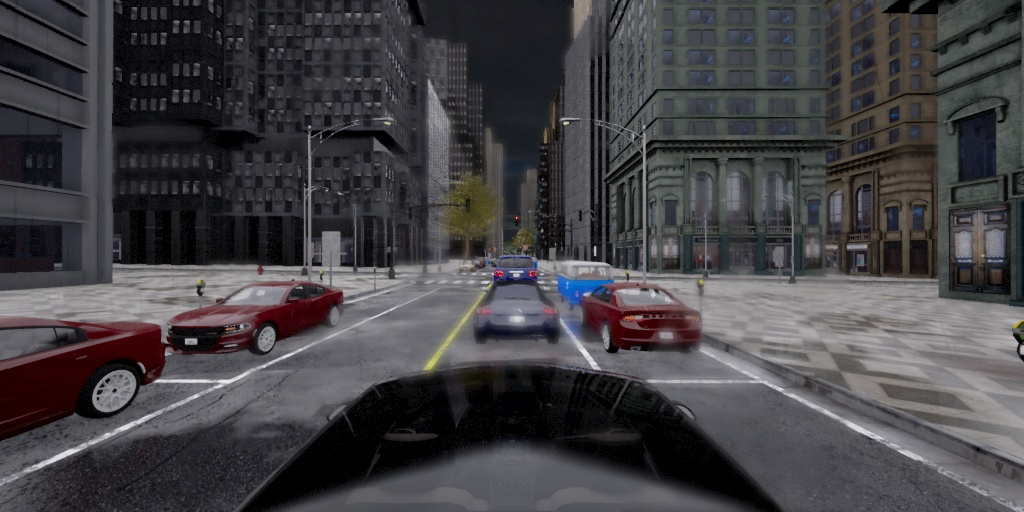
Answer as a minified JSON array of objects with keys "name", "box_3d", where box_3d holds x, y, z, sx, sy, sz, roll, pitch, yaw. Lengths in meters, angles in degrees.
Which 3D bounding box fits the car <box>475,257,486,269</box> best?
[{"name":"car","box_3d":[-5.718,1.326,57.370,1.888,1.381,4.507,0,0,0]}]

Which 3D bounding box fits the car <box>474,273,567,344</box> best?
[{"name":"car","box_3d":[0.108,1.315,9.631,1.994,1.385,4.181,0,0,0]}]

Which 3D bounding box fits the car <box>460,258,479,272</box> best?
[{"name":"car","box_3d":[-5.733,1.297,46.620,1.751,1.417,4.829,0,0,0]}]

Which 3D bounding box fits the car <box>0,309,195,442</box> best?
[{"name":"car","box_3d":[-5.777,1.295,3.172,1.888,1.381,4.507,0,0,0]}]

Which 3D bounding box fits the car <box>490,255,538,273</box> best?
[{"name":"car","box_3d":[0.134,0.975,19.043,2.150,2.045,5.566,0,0,-1]}]

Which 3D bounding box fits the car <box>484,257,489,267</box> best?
[{"name":"car","box_3d":[-5.714,1.102,62.659,2.192,1.841,5.009,0,0,0]}]

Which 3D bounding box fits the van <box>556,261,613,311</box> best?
[{"name":"van","box_3d":[2.787,1.093,14.197,1.690,1.789,3.998,0,0,0]}]

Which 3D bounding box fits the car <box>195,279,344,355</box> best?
[{"name":"car","box_3d":[-5.774,1.296,8.697,1.888,1.381,4.507,0,0,0]}]

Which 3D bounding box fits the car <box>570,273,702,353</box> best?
[{"name":"car","box_3d":[2.782,1.296,8.672,1.888,1.381,4.507,0,0,0]}]
